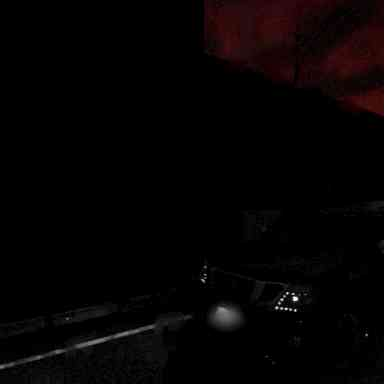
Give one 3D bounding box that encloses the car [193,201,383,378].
[{"bbox_3d":[2.671,1.217,5.896,5.566,2.045,2.150,0,0,-35],"label":"car"}]
